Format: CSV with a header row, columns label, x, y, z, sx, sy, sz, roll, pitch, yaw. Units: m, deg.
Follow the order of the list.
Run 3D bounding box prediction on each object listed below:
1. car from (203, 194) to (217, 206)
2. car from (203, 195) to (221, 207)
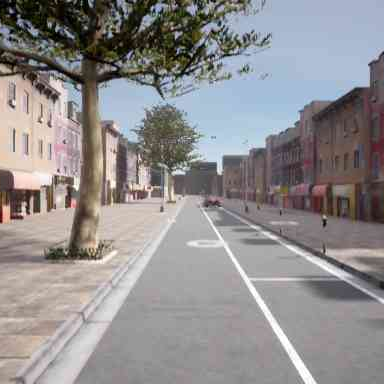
label,x,y,z,sx,sy,sz,roll,pitch,yaw
car,2.988,1.275,55.431,2.097,1.767,4.553,0,0,0
car,2.988,1.285,48.431,2.097,1.767,4.553,0,0,0
